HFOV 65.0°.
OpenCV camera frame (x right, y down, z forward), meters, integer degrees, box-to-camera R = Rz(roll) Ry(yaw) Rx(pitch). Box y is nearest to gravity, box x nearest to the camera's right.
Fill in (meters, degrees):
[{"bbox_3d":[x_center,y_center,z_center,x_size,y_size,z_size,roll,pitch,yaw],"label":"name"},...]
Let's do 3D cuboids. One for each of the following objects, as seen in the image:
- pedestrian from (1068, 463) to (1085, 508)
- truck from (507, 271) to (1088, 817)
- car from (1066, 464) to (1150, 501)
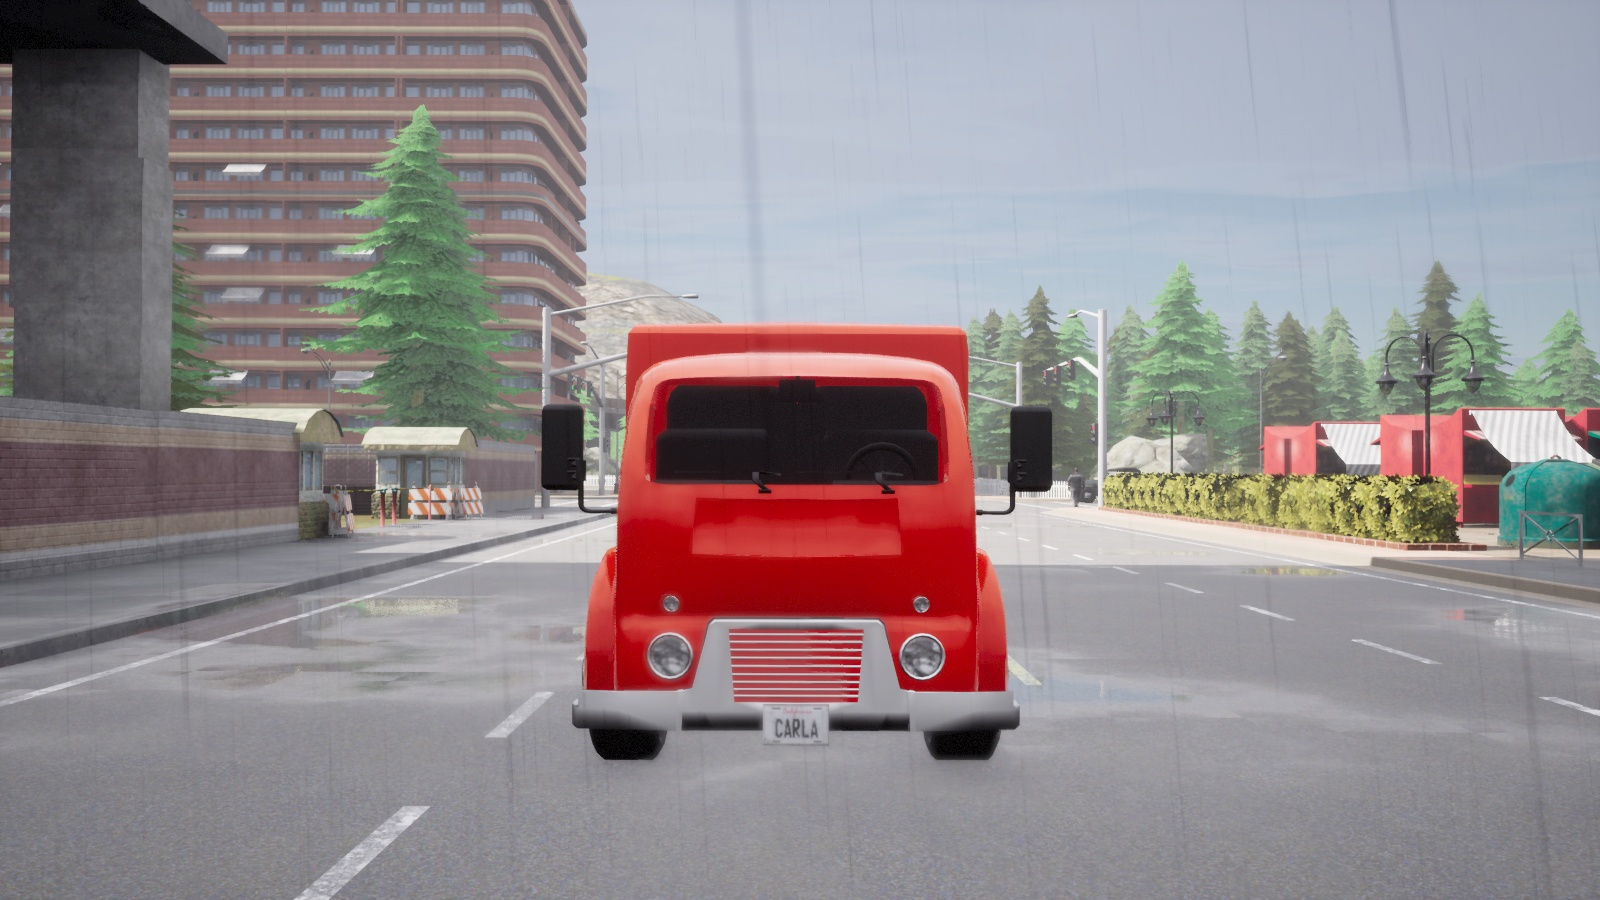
[{"bbox_3d":[11.544,1.471,52.430,0.563,1.883,0.849,0,-1,7],"label":"pedestrian"},{"bbox_3d":[-0.022,0.467,8.307,2.627,2.467,5.204,0,-1,0],"label":"truck"},{"bbox_3d":[16.012,1.699,65.396,3.866,1.878,1.905,0,-1,0],"label":"car"}]
